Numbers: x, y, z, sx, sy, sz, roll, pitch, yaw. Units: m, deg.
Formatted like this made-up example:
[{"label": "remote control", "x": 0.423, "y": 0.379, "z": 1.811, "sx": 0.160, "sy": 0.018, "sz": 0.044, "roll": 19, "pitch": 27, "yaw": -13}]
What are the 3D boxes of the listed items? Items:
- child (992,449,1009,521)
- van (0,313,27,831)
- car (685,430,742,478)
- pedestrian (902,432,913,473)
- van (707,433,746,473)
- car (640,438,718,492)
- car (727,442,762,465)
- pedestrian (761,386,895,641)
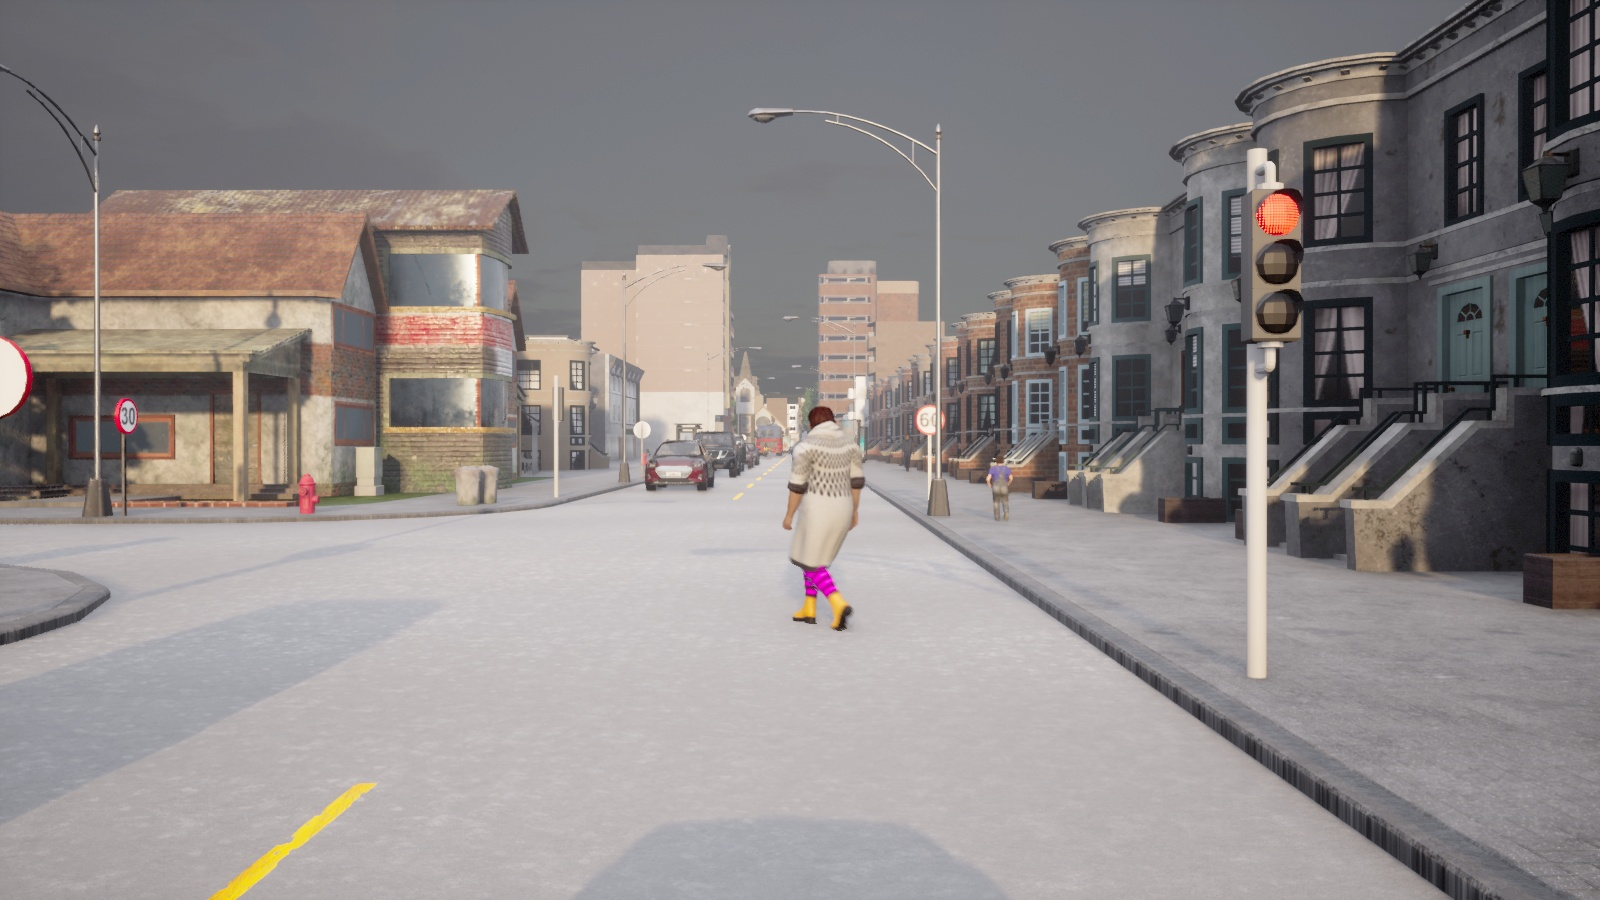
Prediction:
[{"label": "child", "x": 3.554, "y": 0.613, "z": 22.287, "sx": 0.270, "sy": 1.263, "sz": 0.437, "roll": 0, "pitch": 0, "yaw": 5}, {"label": "van", "x": -3.968, "y": 0.480, "z": 2.770, "sx": 1.775, "sy": 1.987, "sz": 4.442, "roll": 0, "pitch": 0, "yaw": 0}, {"label": "car", "x": -3.803, "y": 0.147, "z": 55.891, "sx": 2.150, "sy": 2.045, "sz": 5.566, "roll": 0, "pitch": 0, "yaw": 0}, {"label": "pedestrian", "x": 5.145, "y": 0.121, "z": 60.052, "sx": 0.423, "sy": 1.949, "sz": 0.788, "roll": 0, "pitch": 0, "yaw": 9}, {"label": "van", "x": -3.767, "y": 0.128, "z": 65.187, "sx": 1.775, "sy": 1.987, "sz": 4.442, "roll": 0, "pitch": 0, "yaw": 0}, {"label": "car", "x": -3.853, "y": 0.443, "z": 40.826, "sx": 2.033, "sy": 1.649, "sz": 4.856, "roll": 0, "pitch": 0, "yaw": 0}, {"label": "car", "x": -3.694, "y": 0.221, "z": 84.885, "sx": 2.128, "sy": 1.511, "sz": 4.902, "roll": 0, "pitch": 0, "yaw": 0}, {"label": "pedestrian", "x": 0.219, "y": 0.481, "z": 10.137, "sx": 0.659, "sy": 1.952, "sz": 0.873, "roll": 0, "pitch": 0, "yaw": -41}]
